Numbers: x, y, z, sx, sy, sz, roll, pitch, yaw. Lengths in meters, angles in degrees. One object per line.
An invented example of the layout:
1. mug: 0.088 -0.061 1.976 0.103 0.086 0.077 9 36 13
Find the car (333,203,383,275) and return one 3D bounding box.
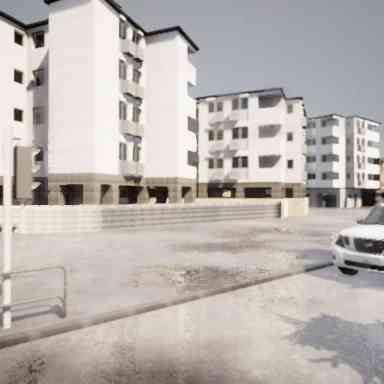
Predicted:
1. car: 6.357 1.285 9.626 5.566 2.045 2.150 0 0 -38
